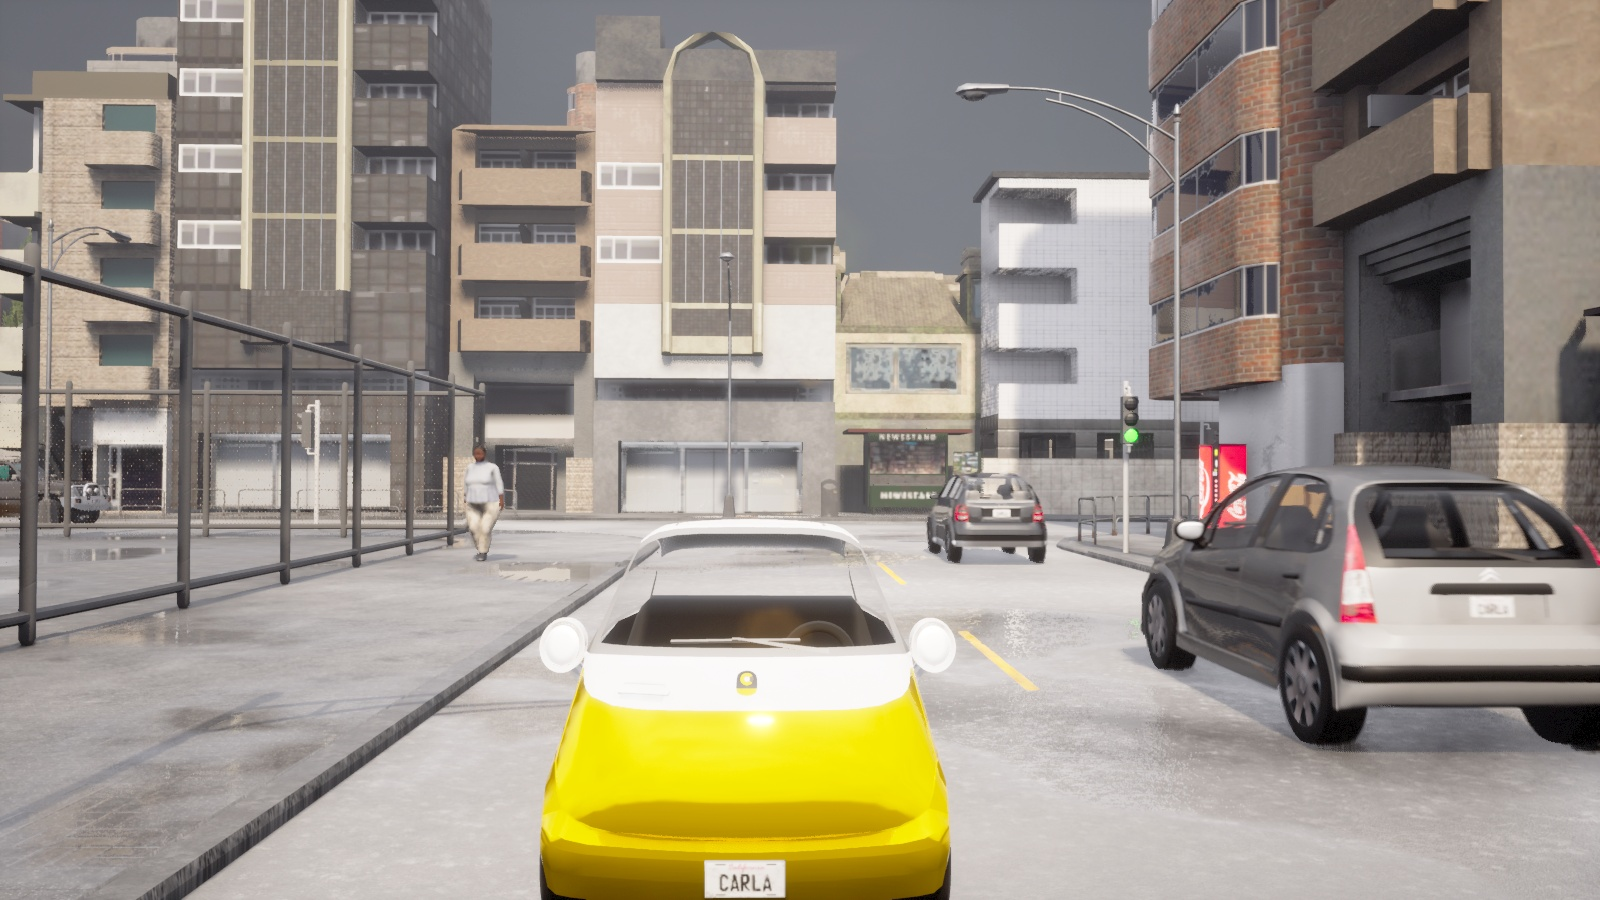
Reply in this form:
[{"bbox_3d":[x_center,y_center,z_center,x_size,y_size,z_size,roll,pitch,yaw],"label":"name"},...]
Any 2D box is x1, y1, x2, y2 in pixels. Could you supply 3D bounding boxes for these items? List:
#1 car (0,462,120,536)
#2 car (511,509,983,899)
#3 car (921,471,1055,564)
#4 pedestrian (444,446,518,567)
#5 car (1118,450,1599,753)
[{"bbox_3d":[-20.481,1.259,32.573,4.605,1.855,1.932,0,-1,-1],"label":"car"},{"bbox_3d":[-0.190,0.955,5.061,1.481,1.376,2.207,0,-1,-1],"label":"car"},{"bbox_3d":[3.335,1.164,22.934,1.789,1.549,3.705,0,-1,-2],"label":"car"},{"bbox_3d":[-5.019,0.876,19.798,0.874,1.855,0.900,0,-1,7],"label":"pedestrian"},{"bbox_3d":[3.706,0.845,8.766,1.851,1.617,3.988,0,-1,-2],"label":"car"}]
